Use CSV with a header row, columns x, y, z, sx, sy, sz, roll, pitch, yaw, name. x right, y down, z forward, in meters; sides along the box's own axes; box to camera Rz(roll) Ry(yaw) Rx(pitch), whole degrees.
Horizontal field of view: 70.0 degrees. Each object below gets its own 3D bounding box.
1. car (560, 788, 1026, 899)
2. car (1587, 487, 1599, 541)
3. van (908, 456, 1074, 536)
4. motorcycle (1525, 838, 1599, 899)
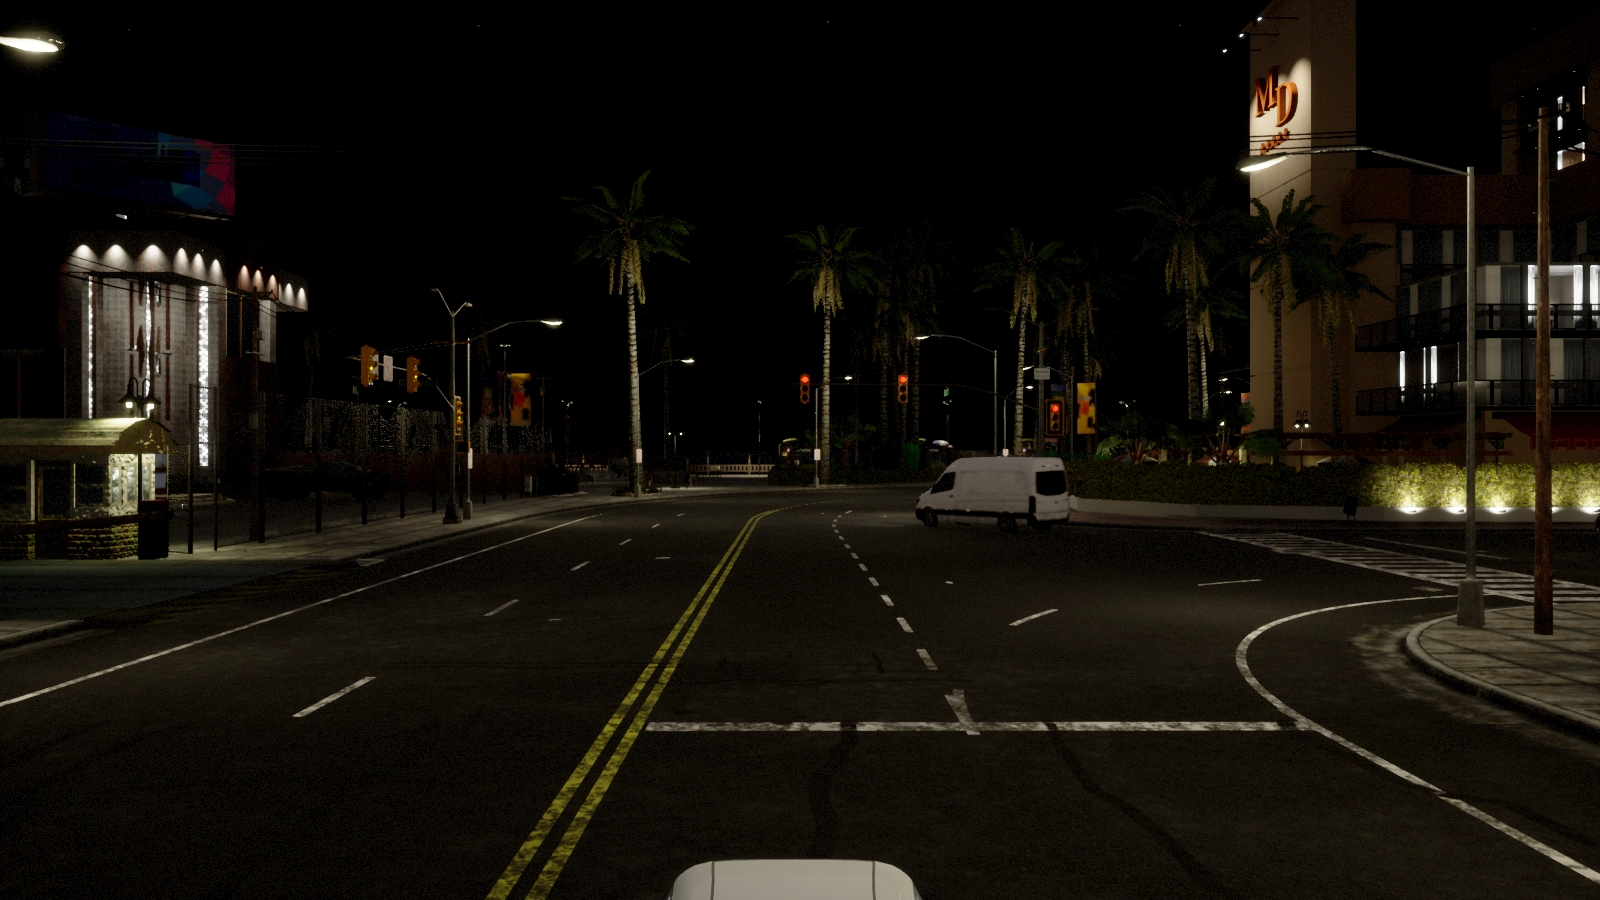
x,y,z,sx,sy,sz,roll,pitch,yaw,name
-0.022,2.120,3.707,1.481,1.376,2.207,0,0,0,car
27.253,1.992,34.866,5.027,1.651,2.152,0,0,-1,car
6.613,1.534,40.299,1.988,2.561,5.915,-1,1,-38,van
3.471,2.213,3.817,0.803,1.145,2.033,0,0,0,motorcycle
